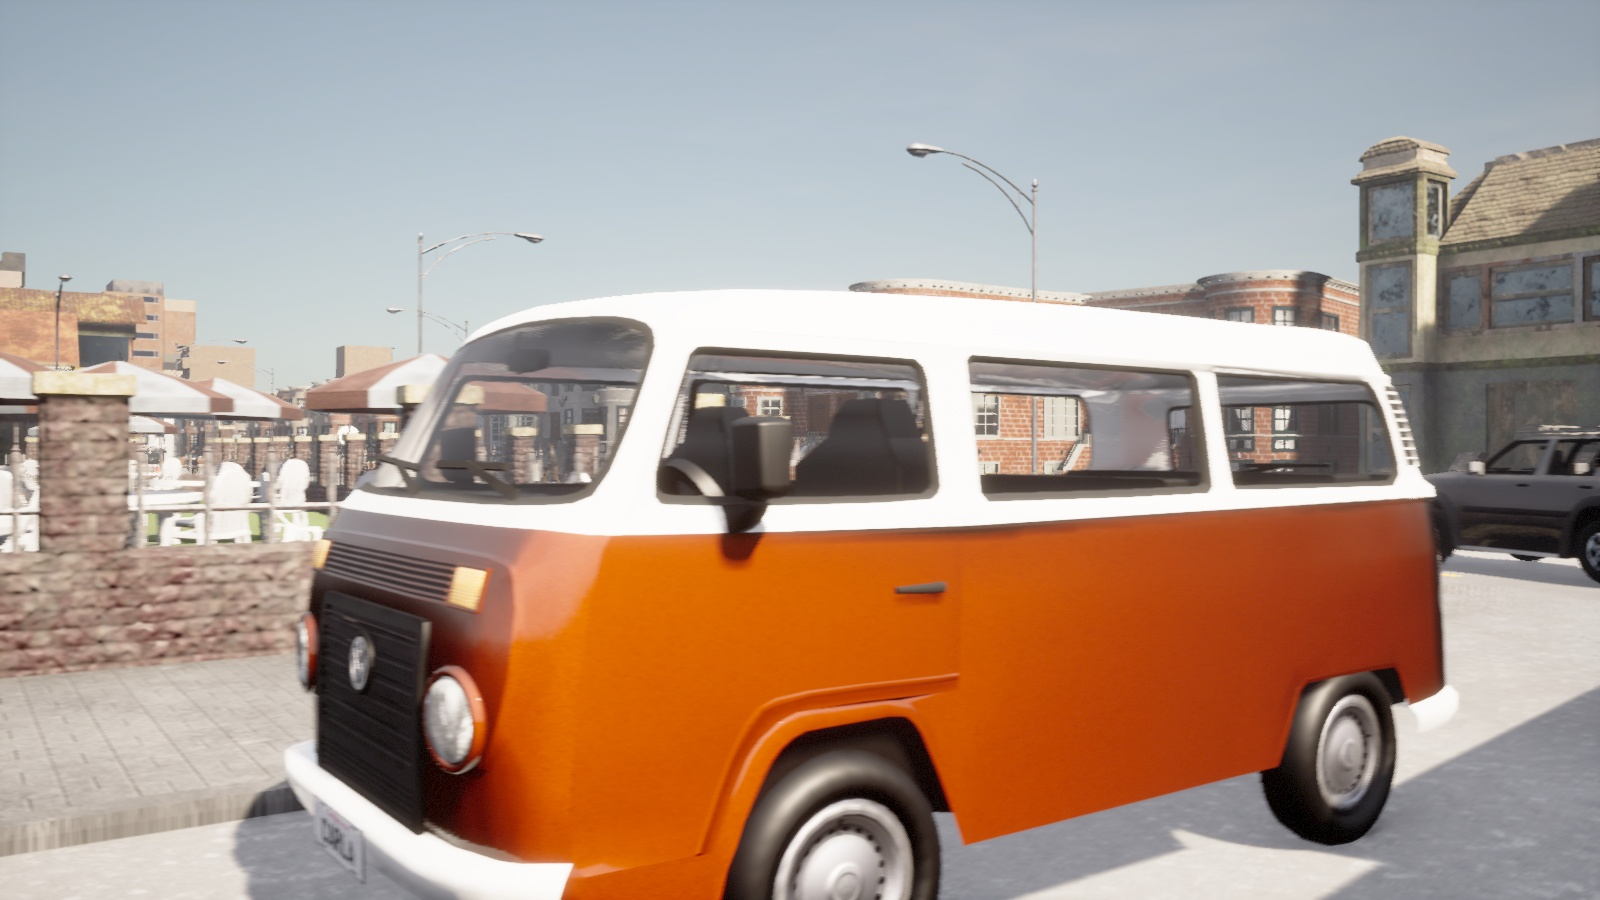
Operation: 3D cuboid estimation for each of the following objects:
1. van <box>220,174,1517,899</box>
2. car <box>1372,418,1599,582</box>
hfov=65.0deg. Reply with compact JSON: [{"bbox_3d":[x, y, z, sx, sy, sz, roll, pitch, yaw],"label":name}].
[{"bbox_3d":[0.508,0.478,4.632,4.480,2.038,2.069,0,0,-36],"label":"van"},{"bbox_3d":[9.634,0.582,15.846,1.932,1.855,4.605,0,0,-14],"label":"car"}]
